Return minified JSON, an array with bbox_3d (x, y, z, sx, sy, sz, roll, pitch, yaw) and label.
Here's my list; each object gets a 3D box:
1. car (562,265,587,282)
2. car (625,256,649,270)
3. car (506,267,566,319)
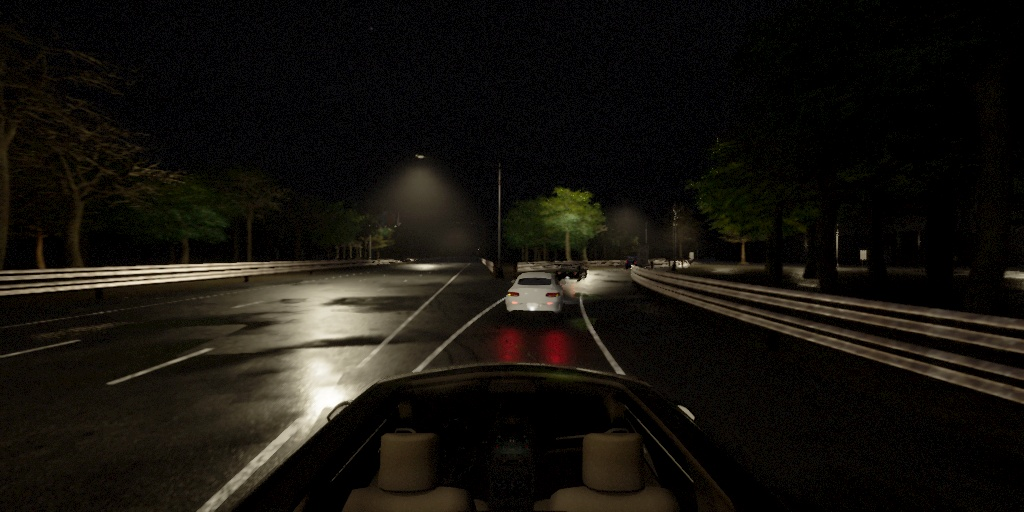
[{"bbox_3d":[5.065,1.386,29.840,1.895,1.301,4.718,0,0,20],"label":"car"},{"bbox_3d":[19.125,1.081,54.730,2.150,2.045,5.566,0,0,38],"label":"car"},{"bbox_3d":[0.918,1.292,12.782,1.812,1.442,4.674,0,0,8],"label":"car"}]
